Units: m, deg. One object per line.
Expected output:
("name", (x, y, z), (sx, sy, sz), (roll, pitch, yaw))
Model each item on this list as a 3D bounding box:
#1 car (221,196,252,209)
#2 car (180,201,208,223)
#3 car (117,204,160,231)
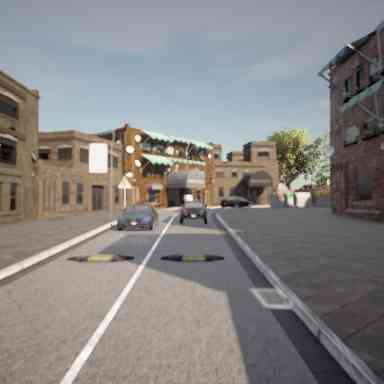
("car", (5.486, 1.288, 40.519), (1.882, 1.535, 5.008), (-2, -2, 41))
("car", (0.163, 1.334, 23.714), (1.812, 1.442, 4.674), (0, 1, 1))
("car", (-3.043, 1.430, 19.453), (1.994, 1.385, 4.181), (0, 1, 1))
